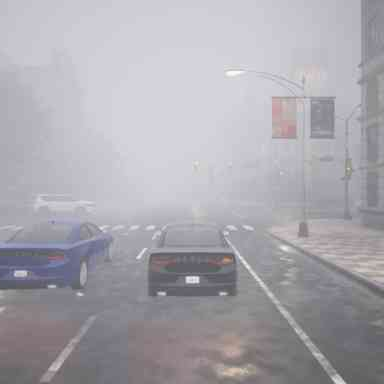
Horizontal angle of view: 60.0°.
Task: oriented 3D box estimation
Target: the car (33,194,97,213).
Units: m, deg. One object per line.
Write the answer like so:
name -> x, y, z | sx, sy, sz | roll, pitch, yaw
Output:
car -> -11.786, 1.221, 31.038 | 5.566, 2.045, 2.150 | 0, 0, 0

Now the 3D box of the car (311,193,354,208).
car -> 19.583, 1.221, 46.347 | 5.566, 2.045, 2.150 | 0, 0, 0

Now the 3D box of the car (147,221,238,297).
car -> 0.007, 1.478, 8.651 | 1.882, 1.535, 5.008 | 0, 0, 0

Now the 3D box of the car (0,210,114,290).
car -> -3.489, 1.478, 9.118 | 1.882, 1.535, 5.008 | 0, 0, -2
